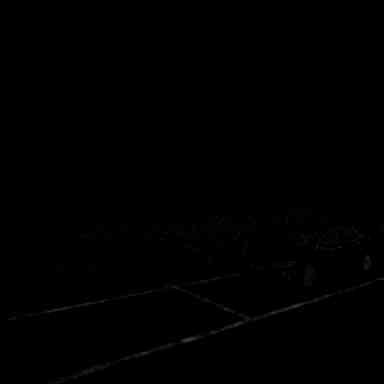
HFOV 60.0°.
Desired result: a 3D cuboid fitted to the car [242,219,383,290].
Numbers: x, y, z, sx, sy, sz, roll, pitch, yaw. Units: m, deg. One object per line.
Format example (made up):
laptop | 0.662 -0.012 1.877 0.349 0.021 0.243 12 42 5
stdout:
car | 3.281 1.557 8.988 4.403 1.369 2.008 0 0 -36
